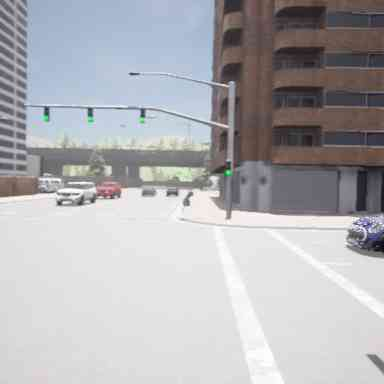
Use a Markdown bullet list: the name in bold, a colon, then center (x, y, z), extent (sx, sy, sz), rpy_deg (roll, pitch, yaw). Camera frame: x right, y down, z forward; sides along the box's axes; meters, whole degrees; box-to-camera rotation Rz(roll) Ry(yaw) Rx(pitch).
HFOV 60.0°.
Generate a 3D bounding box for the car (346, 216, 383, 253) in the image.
- **car**: center (7.749, 1.161, 11.192), extent (4.553, 1.767, 2.097), rpy_deg (1, 2, 3)

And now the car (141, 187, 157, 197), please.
- **car**: center (-6.414, -0.081, 50.219), extent (2.033, 1.411, 5.357), rpy_deg (1, 2, 1)

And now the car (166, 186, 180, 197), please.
- **car**: center (-2.915, -0.109, 51.605), extent (2.128, 1.511, 4.902), rpy_deg (1, 2, 1)

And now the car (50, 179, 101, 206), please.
- **car**: center (-10.464, 0.097, 30.511), extent (2.150, 2.045, 5.566), rpy_deg (1, 2, 1)

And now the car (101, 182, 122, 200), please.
- **car**: center (-10.202, -0.207, 40.924), extent (2.150, 2.045, 5.566), rpy_deg (1, 2, 2)
